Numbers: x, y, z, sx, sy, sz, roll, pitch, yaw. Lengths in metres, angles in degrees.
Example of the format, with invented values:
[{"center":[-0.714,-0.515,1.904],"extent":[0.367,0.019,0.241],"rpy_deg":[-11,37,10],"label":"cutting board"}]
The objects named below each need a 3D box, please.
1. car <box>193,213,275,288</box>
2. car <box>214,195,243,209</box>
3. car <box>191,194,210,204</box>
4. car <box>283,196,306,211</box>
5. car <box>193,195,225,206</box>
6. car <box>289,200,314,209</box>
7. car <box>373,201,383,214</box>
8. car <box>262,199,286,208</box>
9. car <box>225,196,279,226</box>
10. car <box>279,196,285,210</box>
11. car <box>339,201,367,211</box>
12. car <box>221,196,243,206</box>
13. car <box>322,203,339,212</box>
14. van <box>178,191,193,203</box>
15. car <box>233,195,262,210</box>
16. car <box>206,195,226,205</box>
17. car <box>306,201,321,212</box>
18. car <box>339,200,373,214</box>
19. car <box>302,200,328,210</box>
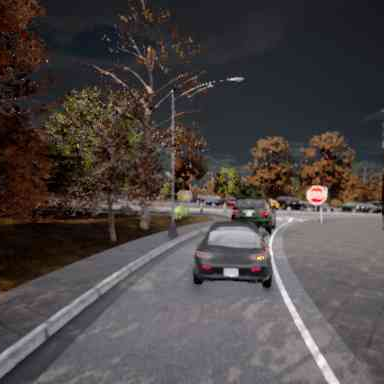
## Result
[{"center":[1.147,1.519,9.179],"extent":[1.812,1.442,4.674],"rpy_deg":[0,0,8],"label":"car"},{"center":[4.804,1.304,44.555],"extent":[2.163,1.488,4.792],"rpy_deg":[4,-1,-14],"label":"car"},{"center":[1.410,1.208,57.161],"extent":[2.002,1.452,4.674],"rpy_deg":[4,-1,-14],"label":"car"},{"center":[12.907,1.556,46.610],"extent":[2.435,2.045,5.566],"rpy_deg":[3,0,-14],"label":"car"},{"center":[2.127,1.118,43.815],"extent":[2.163,1.488,4.792],"rpy_deg":[4,-1,-14],"label":"car"},{"center":[20.305,2.278,61.949],"extent":[2.097,1.535,5.008],"rpy_deg":[3,0,-14],"label":"car"},{"center":[26.398,2.528,49.977],"extent":[2.163,1.488,4.792],"rpy_deg":[2,0,-14],"label":"car"},{"center":[14.906,2.042,60.554],"extent":[2.163,1.488,4.792],"rpy_deg":[3,0,-14],"label":"car"},{"center":[3.766,1.291,19.914],"extent":[2.150,2.045,5.566],"rpy_deg":[0,-1,18],"label":"car"},{"center":[10.198,1.637,45.889],"extent":[2.097,1.535,5.008],"rpy_deg":[3,0,-14],"label":"car"},{"center":[31.152,2.703,64.515],"extent":[1.946,1.575,5.366],"rpy_deg":[2,0,-14],"label":"car"},{"center":[6.914,1.570,58.585],"extent":[2.163,1.488,4.792],"rpy_deg":[4,-1,-14],"label":"car"},{"center":[18.294,2.145,47.920],"extent":[2.163,1.488,4.792],"rpy_deg":[3,0,-14],"label":"car"},{"center":[-1.126,0.767,56.381],"extent":[1.878,1.987,4.442],"rpy_deg":[4,0,-14],"label":"van"},{"center":[7.508,1.334,45.243],"extent":[2.185,1.767,4.553],"rpy_deg":[4,-1,-14],"label":"car"},{"center":[4.103,1.394,57.845],"extent":[2.002,1.452,4.674],"rpy_deg":[4,-1,-14],"label":"car"},{"center":[15.600,1.967,47.260],"extent":[2.231,1.521,4.892],"rpy_deg":[3,0,-14],"label":"car"},{"center":[23.706,2.254,49.290],"extent":[2.185,1.767,4.553],"rpy_deg":[3,0,-14],"label":"car"},{"center":[23.131,2.404,62.665],"extent":[2.231,1.521,4.892],"rpy_deg":[3,0,-14],"label":"car"}]
